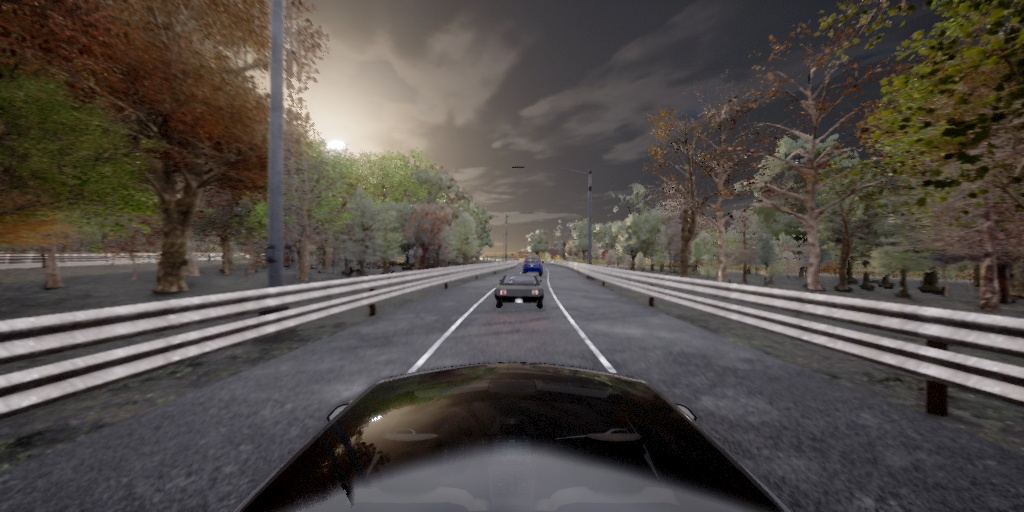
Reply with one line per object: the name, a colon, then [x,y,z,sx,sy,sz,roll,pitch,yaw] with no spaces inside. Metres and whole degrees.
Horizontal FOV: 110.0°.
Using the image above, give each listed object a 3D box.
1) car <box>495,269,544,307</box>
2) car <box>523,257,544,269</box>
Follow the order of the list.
car: [0.374,1.412,15.747,1.895,1.301,4.718,0,0,3]
car: [2.488,1.175,41.949,2.150,2.045,5.566,0,0,6]
